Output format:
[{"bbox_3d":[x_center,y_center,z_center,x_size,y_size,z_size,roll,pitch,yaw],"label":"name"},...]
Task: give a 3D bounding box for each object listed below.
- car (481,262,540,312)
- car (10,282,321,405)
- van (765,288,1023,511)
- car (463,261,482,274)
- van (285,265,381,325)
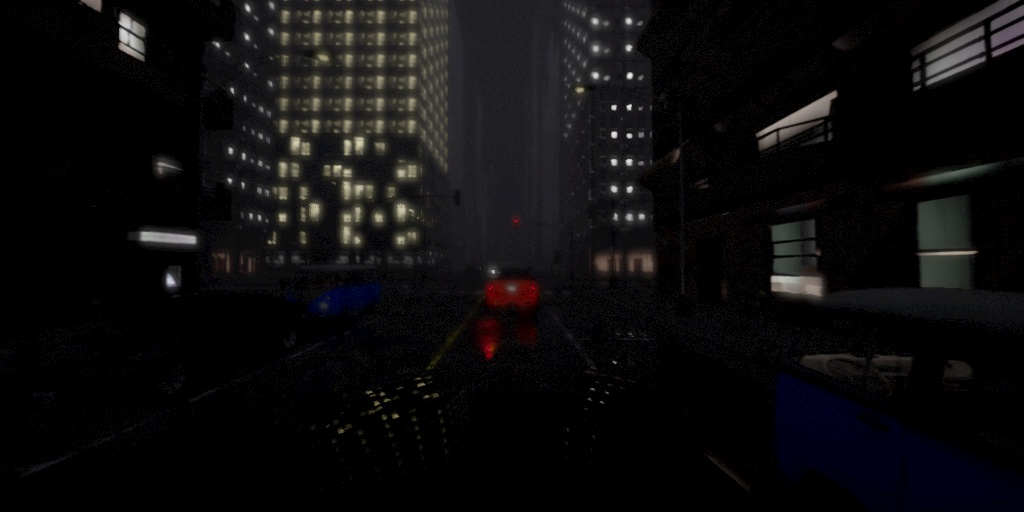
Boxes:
[{"bbox_3d":[-0.007,1.250,15.304,2.097,1.767,4.553,0,-1,0],"label":"car"},{"bbox_3d":[-5.658,1.369,6.518,1.948,1.339,4.313,0,0,0],"label":"car"},{"bbox_3d":[2.692,1.083,1.033,1.690,1.789,3.998,0,0,0],"label":"van"},{"bbox_3d":[-5.702,1.721,50.122,1.967,1.591,4.097,0,0,0],"label":"car"},{"bbox_3d":[-5.829,1.205,12.059,1.690,1.789,3.998,0,0,0],"label":"van"}]
